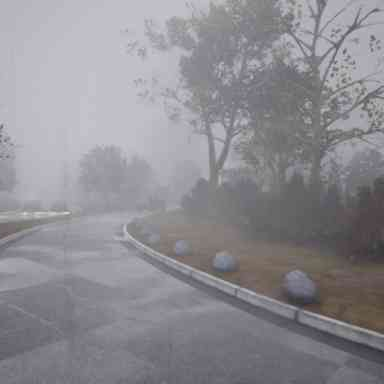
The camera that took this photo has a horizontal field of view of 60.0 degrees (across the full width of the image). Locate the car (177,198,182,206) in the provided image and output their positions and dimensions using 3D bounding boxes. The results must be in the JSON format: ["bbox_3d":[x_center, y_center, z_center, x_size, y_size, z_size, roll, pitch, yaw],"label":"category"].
[{"bbox_3d":[-0.834,1.581,55.456,2.128,1.511,4.902,0,1,20],"label":"car"}]

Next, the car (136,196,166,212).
[{"bbox_3d":[-5.181,1.464,42.595,2.150,2.045,5.566,0,1,17],"label":"car"}]

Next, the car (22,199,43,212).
[{"bbox_3d":[-20.210,1.733,42.360,1.837,1.490,4.892,1,0,-16],"label":"car"}]

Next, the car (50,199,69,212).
[{"bbox_3d":[-16.936,1.739,42.587,1.837,1.490,4.892,1,0,-15],"label":"car"}]
